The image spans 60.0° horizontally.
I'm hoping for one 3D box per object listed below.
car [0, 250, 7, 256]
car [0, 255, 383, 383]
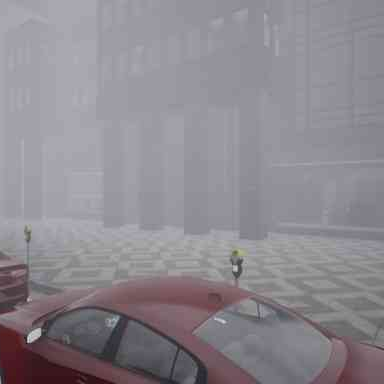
[{"bbox_3d":[-5.002,1.545,6.540,4.507,1.381,1.887,0,0,36],"label":"car"},{"bbox_3d":[-0.418,1.545,3.262,4.507,1.381,1.887,0,0,36],"label":"car"}]
